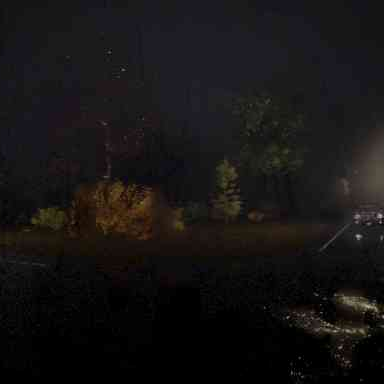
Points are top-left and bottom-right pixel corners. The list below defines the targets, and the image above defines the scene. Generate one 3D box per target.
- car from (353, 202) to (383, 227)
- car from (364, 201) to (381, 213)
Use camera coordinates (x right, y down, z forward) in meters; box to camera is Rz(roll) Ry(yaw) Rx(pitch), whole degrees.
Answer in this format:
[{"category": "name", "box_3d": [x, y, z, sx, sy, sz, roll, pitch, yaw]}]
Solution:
[{"category": "car", "box_3d": [14.499, 1.884, 27.296, 2.097, 1.767, 4.553, -4, -3, 29]}, {"category": "car", "box_3d": [27.283, 2.283, 50.230, 1.882, 1.535, 5.008, -5, -3, 31]}]
